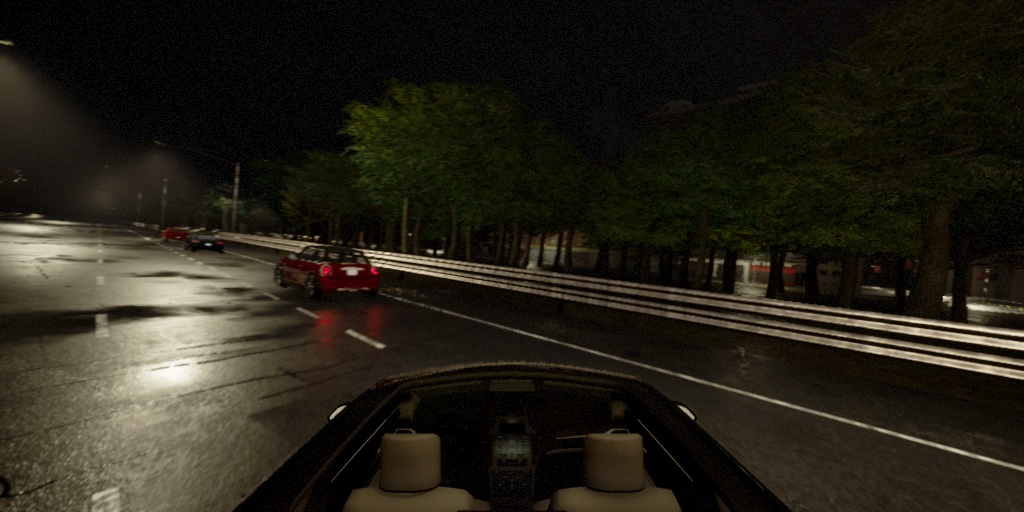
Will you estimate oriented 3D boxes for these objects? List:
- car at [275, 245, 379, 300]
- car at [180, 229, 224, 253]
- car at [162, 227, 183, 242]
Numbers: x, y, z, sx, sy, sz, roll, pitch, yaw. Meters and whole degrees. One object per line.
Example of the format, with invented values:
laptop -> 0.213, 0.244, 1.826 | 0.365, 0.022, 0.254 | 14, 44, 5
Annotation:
car -> -6.704, 0.399, 12.878 | 4.553, 1.767, 2.097 | 5, 1, 41
car -> -24.055, -1.034, 27.960 | 4.181, 1.385, 1.994 | 5, 1, 41
car -> -36.063, -2.259, 38.437 | 5.008, 1.535, 1.882 | 5, 1, 41
